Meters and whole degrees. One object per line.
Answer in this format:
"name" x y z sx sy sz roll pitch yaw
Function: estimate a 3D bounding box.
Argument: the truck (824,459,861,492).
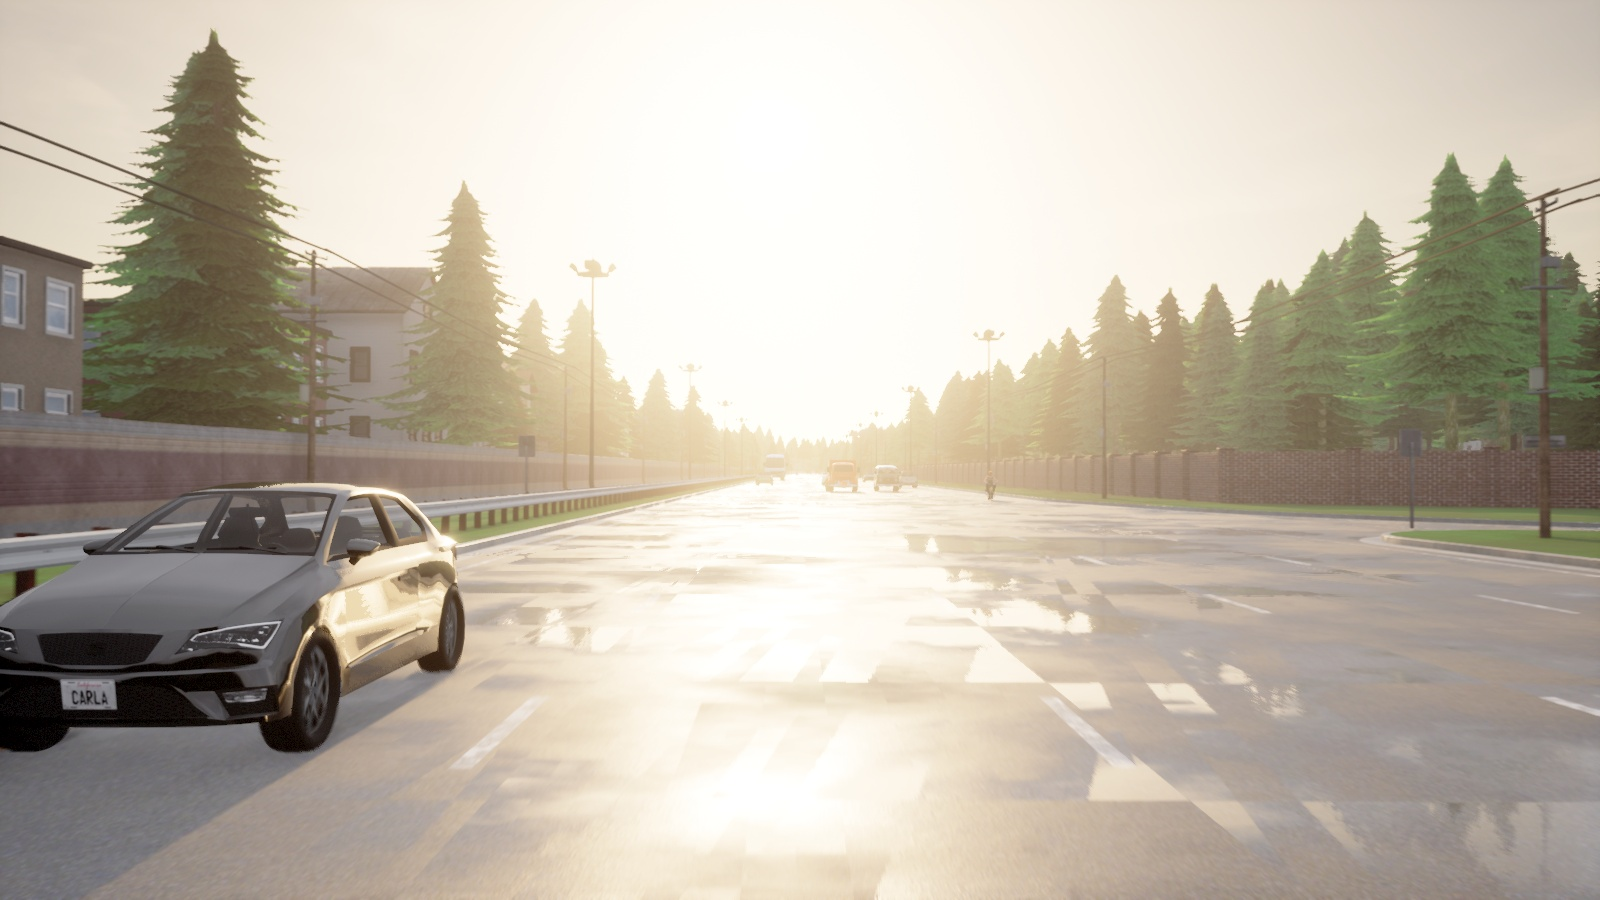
"truck" 3.260 1.931 96.664 2.627 2.467 5.204 0 -1 0

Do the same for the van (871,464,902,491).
"van" 6.757 2.154 98.289 2.069 2.038 4.480 0 -1 0

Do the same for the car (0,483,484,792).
"car" -3.520 0.981 8.301 1.816 1.474 4.193 0 -1 0
